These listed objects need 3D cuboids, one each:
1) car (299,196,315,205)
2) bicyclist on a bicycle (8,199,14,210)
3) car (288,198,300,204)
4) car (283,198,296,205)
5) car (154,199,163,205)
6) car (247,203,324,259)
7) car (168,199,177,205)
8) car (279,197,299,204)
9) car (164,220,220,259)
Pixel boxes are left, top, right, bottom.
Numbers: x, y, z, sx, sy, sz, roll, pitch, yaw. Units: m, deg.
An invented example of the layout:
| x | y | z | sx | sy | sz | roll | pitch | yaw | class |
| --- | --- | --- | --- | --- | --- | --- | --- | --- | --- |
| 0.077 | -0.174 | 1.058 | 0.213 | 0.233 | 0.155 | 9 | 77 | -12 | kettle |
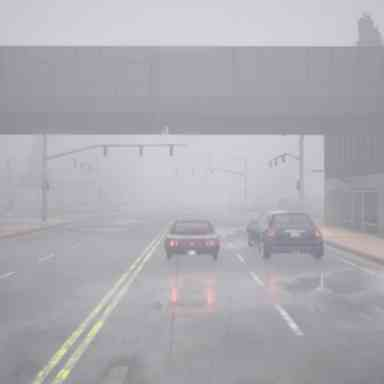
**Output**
| x | y | z | sx | sy | sz | roll | pitch | yaw | class |
| --- | --- | --- | --- | --- | --- | --- | --- | --- | --- |
| 19.533 | 1.794 | 58.444 | 1.905 | 1.878 | 3.866 | 0 | -1 | 0 | car |
| -26.002 | 1.822 | 47.741 | 0.582 | 1.620 | 1.656 | 0 | 0 | 0 | bicyclist on a bicycle |
| 27.905 | 2.387 | 91.035 | 1.970 | 1.475 | 3.806 | 0 | -1 | 0 | car |
| 22.184 | 2.223 | 75.916 | 1.970 | 1.475 | 3.806 | 0 | -1 | 0 | car |
| -8.052 | 2.409 | 79.681 | 2.033 | 1.411 | 5.357 | 0 | -1 | 0 | car |
| 3.523 | 1.499 | 13.410 | 2.097 | 1.767 | 4.553 | 0 | -1 | 0 | car |
| -4.552 | 2.369 | 79.705 | 1.837 | 1.490 | 4.892 | 0 | -1 | 0 | car |
| 16.639 | 1.791 | 58.489 | 1.932 | 1.855 | 4.605 | 0 | -1 | 0 | car |
| 0.019 | 1.747 | 13.233 | 1.895 | 1.301 | 4.718 | 0 | -1 | 0 | car |
